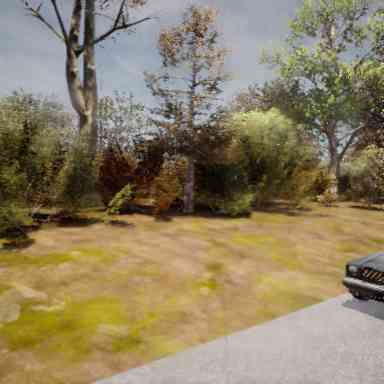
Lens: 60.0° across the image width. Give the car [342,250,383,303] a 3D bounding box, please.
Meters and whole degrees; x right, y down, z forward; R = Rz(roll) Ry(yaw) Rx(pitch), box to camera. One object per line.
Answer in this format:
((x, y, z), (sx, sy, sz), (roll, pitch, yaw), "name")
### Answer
((5.131, 1.524, 6.938), (4.718, 1.301, 1.895), (-1, 2, -38), "car")
